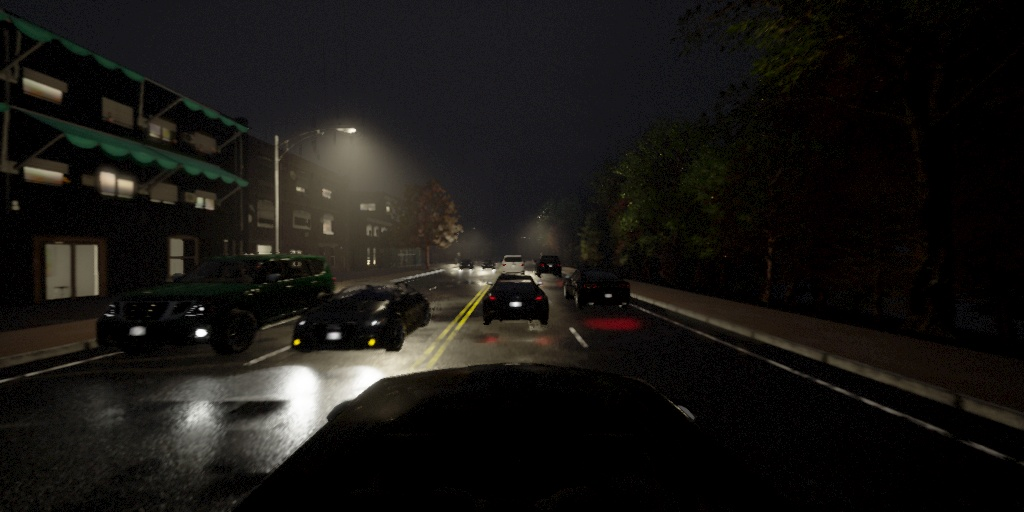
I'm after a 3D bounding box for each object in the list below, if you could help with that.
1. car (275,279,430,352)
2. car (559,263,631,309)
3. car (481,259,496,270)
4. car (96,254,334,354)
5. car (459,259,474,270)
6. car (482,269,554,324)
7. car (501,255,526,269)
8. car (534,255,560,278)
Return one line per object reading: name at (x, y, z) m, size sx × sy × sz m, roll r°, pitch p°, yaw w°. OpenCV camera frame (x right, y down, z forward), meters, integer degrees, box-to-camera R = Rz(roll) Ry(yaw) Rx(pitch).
car at (-3.349, 1.313, 8.736) m, size 1.994 × 1.385 × 4.181 m, roll 0°, pitch 0°, yaw 0°
car at (3.353, 1.225, 14.926) m, size 1.882 × 1.535 × 5.008 m, roll 0°, pitch 0°, yaw 0°
car at (-3.441, 1.248, 53.256) m, size 1.837 × 1.490 × 4.892 m, roll 0°, pitch 0°, yaw -1°
car at (-6.599, 0.971, 9.085) m, size 2.150 × 2.045 × 5.566 m, roll 0°, pitch 0°, yaw 0°
car at (-6.690, 1.249, 53.204) m, size 1.837 × 1.490 × 4.892 m, roll 0°, pitch 0°, yaw -1°
car at (0.103, 1.312, 11.978) m, size 1.994 × 1.385 × 4.181 m, roll 0°, pitch 0°, yaw 0°
car at (0.107, 0.966, 33.875) m, size 2.150 × 2.045 × 5.566 m, roll 0°, pitch 0°, yaw 0°
car at (3.358, 0.966, 33.883) m, size 2.150 × 2.045 × 5.566 m, roll 0°, pitch 0°, yaw 0°
